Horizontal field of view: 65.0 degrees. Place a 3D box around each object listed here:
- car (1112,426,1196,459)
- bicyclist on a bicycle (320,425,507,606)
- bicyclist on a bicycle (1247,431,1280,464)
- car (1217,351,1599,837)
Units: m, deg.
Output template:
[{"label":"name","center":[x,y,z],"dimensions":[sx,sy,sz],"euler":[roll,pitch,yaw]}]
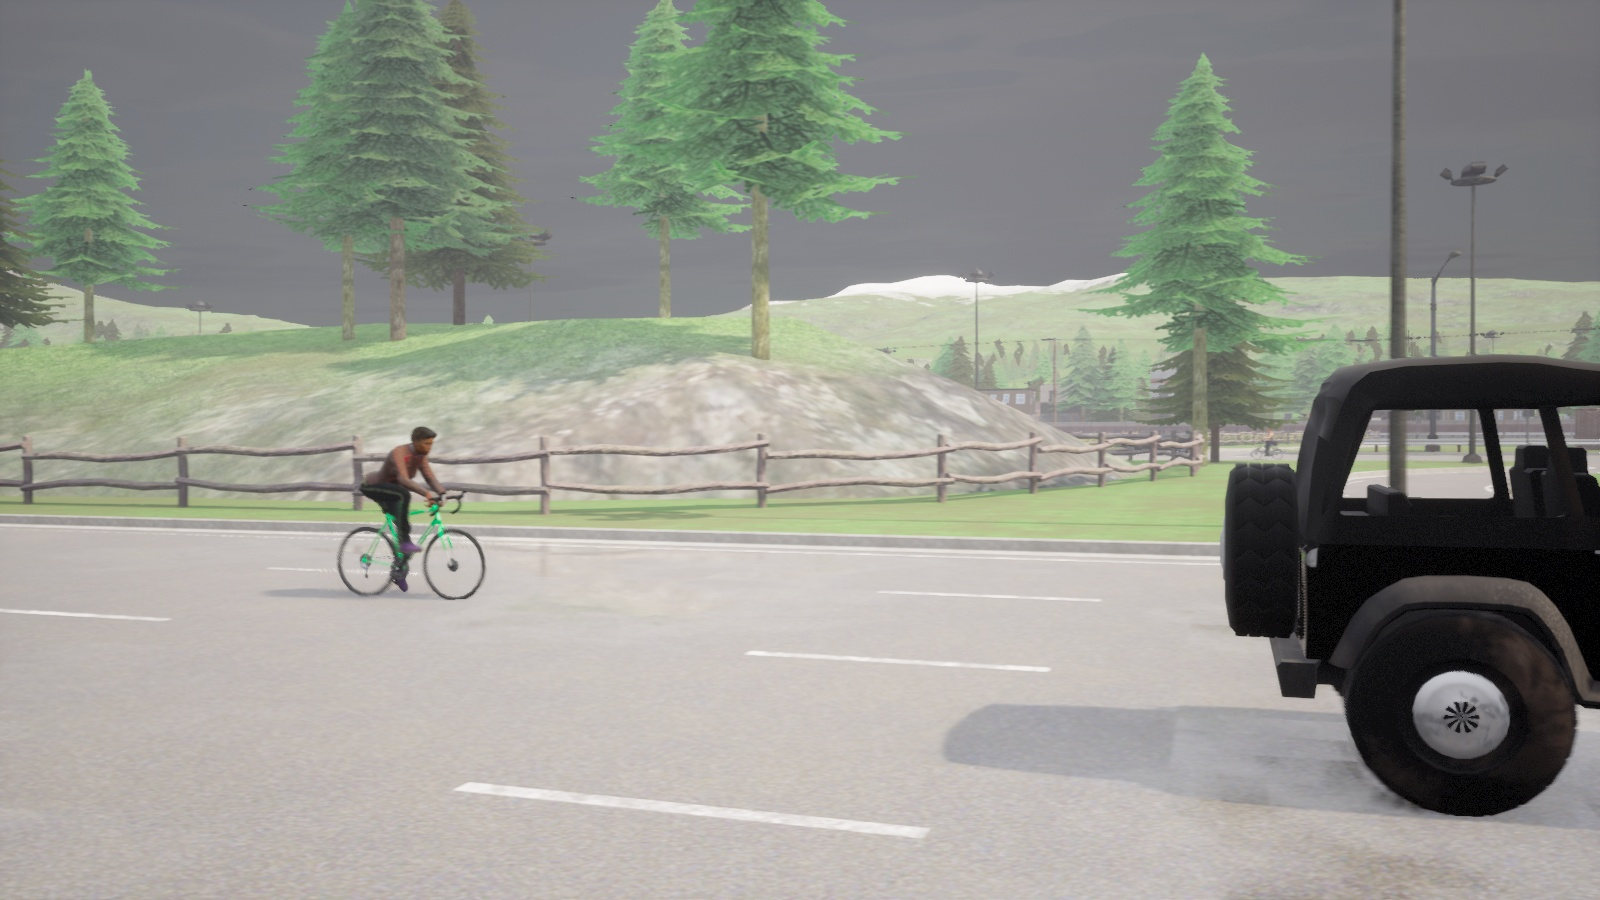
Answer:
[{"label":"car","center":[20.669,-0.454,73.360],"dimensions":[4.605,1.855,1.932],"euler":[1,1,18]},{"label":"bicyclist on a bicycle","center":[-3.631,0.576,11.799],"dimensions":[1.656,1.620,0.582],"euler":[1,1,19]},{"label":"bicyclist on a bicycle","center":[22.727,-0.138,61.603],"dimensions":[1.509,1.612,0.866],"euler":[1,1,19]},{"label":"car","center":[3.900,0.548,5.570],"dimensions":[3.866,1.878,1.905],"euler":[1,1,19]}]
